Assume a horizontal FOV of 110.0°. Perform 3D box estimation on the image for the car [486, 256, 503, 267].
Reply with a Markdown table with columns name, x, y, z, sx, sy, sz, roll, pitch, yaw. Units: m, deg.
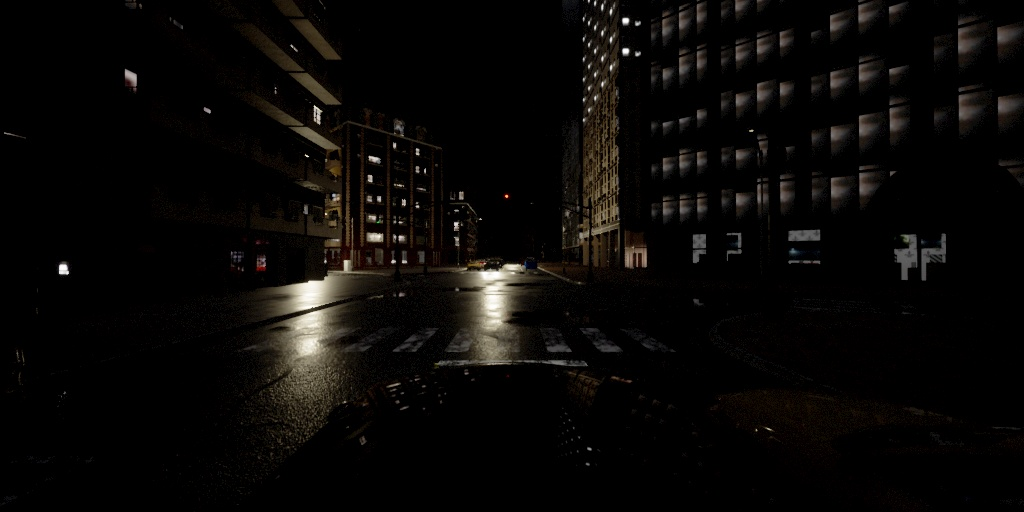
| name | x | y | z | sx | sy | sz | roll | pitch | yaw |
| --- | --- | --- | --- | --- | --- | --- | --- | --- | --- |
| car | -2.764 | 1.037 | 60.250 | 2.150 | 2.045 | 5.566 | 0 | 0 | 0 |

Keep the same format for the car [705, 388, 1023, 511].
| name | x | y | z | sx | sy | sz | roll | pitch | yaw |
| --- | --- | --- | --- | --- | --- | --- | --- | --- | --- |
| car | 2.563 | 1.275 | 1.261 | 1.751 | 1.417 | 4.829 | 0 | 0 | 0 |

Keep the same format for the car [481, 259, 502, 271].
| name | x | y | z | sx | sy | sz | roll | pitch | yaw |
| --- | --- | --- | --- | --- | --- | --- | --- | --- | --- |
| car | -2.788 | 1.394 | 49.248 | 1.895 | 1.301 | 4.718 | 0 | 0 | 0 |

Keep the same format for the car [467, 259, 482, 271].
| name | x | y | z | sx | sy | sz | roll | pitch | yaw |
| --- | --- | --- | --- | --- | --- | --- | --- | --- | --- |
| car | -5.255 | 1.320 | 49.925 | 1.751 | 1.417 | 4.829 | 0 | 0 | 0 |

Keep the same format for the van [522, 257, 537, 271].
| name | x | y | z | sx | sy | sz | roll | pitch | yaw |
| --- | --- | --- | --- | --- | --- | --- | --- | --- | --- |
| van | 2.626 | 1.136 | 50.084 | 1.690 | 1.789 | 3.998 | 0 | 0 | 0 |

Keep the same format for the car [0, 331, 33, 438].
| name | x | y | z | sx | sy | sz | roll | pitch | yaw |
| --- | --- | --- | --- | --- | --- | --- | --- | --- | --- |
| car | -5.318 | 1.064 | 1.095 | 2.192 | 1.841 | 5.009 | 0 | 0 | 0 |
